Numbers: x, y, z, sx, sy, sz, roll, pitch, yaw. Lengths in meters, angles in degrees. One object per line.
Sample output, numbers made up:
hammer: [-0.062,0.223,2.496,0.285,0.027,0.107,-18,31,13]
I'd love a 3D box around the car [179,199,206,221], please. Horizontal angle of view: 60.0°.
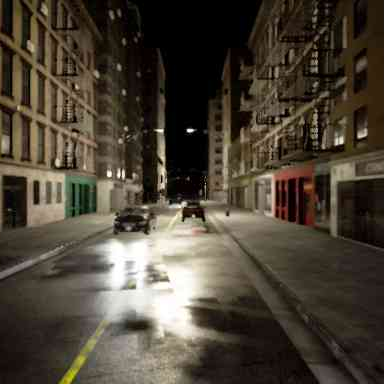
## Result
car: [0.115,1.553,27.614,1.837,1.490,4.892,0,0,0]

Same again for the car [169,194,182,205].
car: [-2.986,1.419,60.408,2.150,2.045,5.566,0,0,1]

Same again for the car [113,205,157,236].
car: [-3.089,1.516,18.673,2.128,1.511,4.902,0,0,0]

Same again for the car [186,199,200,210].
car: [0.119,1.706,45.691,1.895,1.301,4.718,0,0,0]
